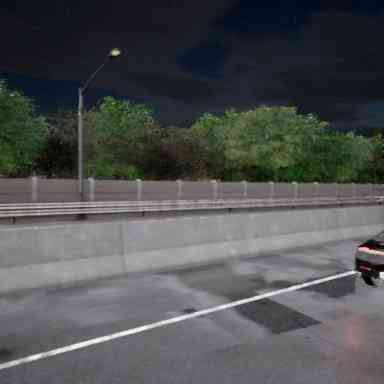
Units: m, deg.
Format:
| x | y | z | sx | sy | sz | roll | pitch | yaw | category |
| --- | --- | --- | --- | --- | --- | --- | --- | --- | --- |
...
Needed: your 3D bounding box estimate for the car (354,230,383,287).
| x | y | z | sx | sy | sz | roll | pitch | yaw | category |
| --- | --- | --- | --- | --- | --- | --- | --- | --- | --- |
| 5.842 | 1.443 | 7.902 | 4.902 | 1.511 | 2.128 | 0 | 0 | -34 | car |
